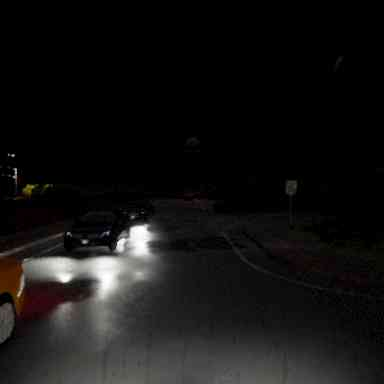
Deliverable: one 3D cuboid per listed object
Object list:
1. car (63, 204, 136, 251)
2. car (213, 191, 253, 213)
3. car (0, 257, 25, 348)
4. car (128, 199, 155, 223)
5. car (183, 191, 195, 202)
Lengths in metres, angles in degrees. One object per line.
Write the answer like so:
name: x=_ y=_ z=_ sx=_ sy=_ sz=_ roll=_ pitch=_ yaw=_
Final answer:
car: x=-3.717 y=1.432 z=13.828 sx=1.812 sy=1.442 sz=4.674 roll=0 pitch=0 yaw=0
car: x=3.877 y=0.892 z=31.750 sx=1.905 sy=1.878 sz=3.866 roll=-8 pitch=4 yaw=-43
car: x=-3.621 y=1.464 z=3.334 sx=1.882 sy=1.535 sz=5.008 roll=0 pitch=0 yaw=0
car: x=-3.794 y=1.306 z=23.931 sx=2.128 sy=1.511 sz=4.902 roll=0 pitch=1 yaw=0
car: x=-0.553 y=1.004 z=60.484 sx=1.882 sy=1.535 sz=5.008 roll=0 pitch=0 yaw=-1
